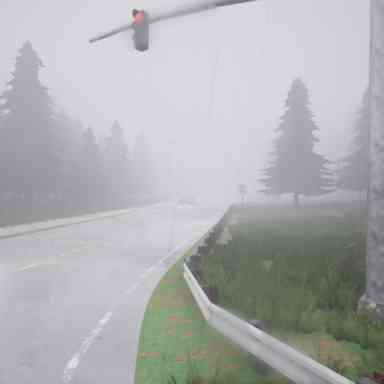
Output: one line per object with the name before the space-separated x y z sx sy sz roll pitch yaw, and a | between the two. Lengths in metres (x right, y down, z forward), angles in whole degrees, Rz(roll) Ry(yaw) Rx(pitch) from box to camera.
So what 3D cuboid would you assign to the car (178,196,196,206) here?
car | -0.624 1.210 46.470 2.033 1.411 5.357 0 0 8
